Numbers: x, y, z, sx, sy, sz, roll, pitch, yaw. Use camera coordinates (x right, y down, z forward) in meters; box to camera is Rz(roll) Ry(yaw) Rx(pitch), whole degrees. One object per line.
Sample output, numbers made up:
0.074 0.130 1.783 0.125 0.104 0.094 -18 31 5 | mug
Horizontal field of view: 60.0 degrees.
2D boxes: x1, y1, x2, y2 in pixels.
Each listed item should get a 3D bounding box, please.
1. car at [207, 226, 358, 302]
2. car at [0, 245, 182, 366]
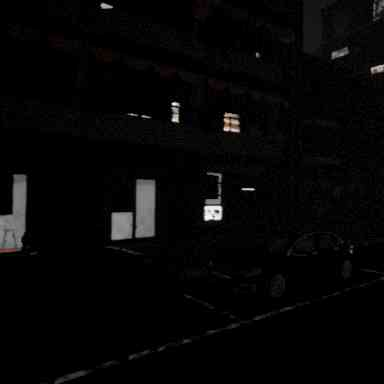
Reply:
2.381 1.555 8.242 4.403 1.369 2.008 0 1 -35 | car
-2.154 1.567 5.009 4.313 1.339 1.947 0 1 -35 | car
